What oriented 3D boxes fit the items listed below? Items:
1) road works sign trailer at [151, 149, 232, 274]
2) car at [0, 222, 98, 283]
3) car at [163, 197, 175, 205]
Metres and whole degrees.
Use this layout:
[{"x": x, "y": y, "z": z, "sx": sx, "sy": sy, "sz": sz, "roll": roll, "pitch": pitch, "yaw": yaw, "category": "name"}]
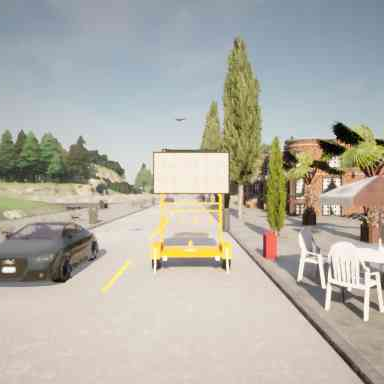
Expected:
[{"x": -0.022, "y": 0.464, "z": 10.529, "sx": 2.380, "sy": 3.560, "sz": 2.880, "roll": 0, "pitch": 0, "yaw": 0, "category": "road works sign trailer"}, {"x": -4.120, "y": 1.564, "z": 9.487, "sx": 1.994, "sy": 1.385, "sz": 4.181, "roll": 0, "pitch": 0, "yaw": 0, "category": "car"}, {"x": -4.128, "y": 1.547, "z": 60.082, "sx": 2.033, "sy": 1.411, "sz": 5.357, "roll": 0, "pitch": 0, "yaw": 0, "category": "car"}]
